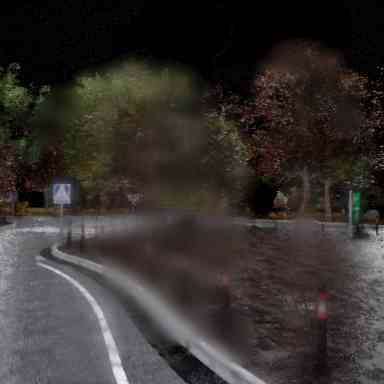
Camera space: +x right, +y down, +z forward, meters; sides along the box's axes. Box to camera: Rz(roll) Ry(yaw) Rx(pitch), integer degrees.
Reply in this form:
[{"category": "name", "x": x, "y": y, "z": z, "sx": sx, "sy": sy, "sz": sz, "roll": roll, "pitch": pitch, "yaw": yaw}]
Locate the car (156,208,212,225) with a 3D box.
[{"category": "car", "x": -0.707, "y": 2.120, "z": 29.218, "sx": 4.902, "sy": 1.511, "sz": 2.128, "roll": 0, "pitch": -1, "yaw": -11}]
